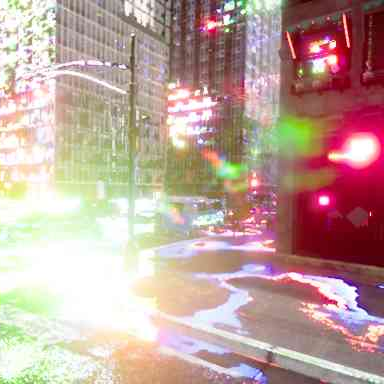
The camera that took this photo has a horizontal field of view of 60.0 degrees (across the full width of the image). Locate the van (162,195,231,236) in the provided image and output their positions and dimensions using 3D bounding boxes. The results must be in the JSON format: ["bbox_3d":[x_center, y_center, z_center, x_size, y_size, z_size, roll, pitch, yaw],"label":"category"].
[{"bbox_3d":[0.173,1.234,17.460,1.690,1.788,3.998,2,1,35],"label":"van"}]

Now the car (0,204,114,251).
[{"bbox_3d":[-5.465,1.405,13.551,1.994,1.385,4.181,1,1,26],"label":"car"}]

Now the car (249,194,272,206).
[{"bbox_3d":[9.304,1.043,44.884,1.967,1.590,4.097,2,1,35],"label":"car"}]

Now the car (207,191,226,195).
[{"bbox_3d":[2.494,0.925,30.759,2.150,2.045,5.566,2,1,35],"label":"car"}]

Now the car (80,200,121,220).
[{"bbox_3d":[-6.672,1.222,22.302,1.947,1.339,4.313,2,1,35],"label":"car"}]

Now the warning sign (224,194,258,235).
[{"bbox_3d":[2.458,1.075,16.570,1.300,1.860,1.060,2,1,35],"label":"warning sign"}]
